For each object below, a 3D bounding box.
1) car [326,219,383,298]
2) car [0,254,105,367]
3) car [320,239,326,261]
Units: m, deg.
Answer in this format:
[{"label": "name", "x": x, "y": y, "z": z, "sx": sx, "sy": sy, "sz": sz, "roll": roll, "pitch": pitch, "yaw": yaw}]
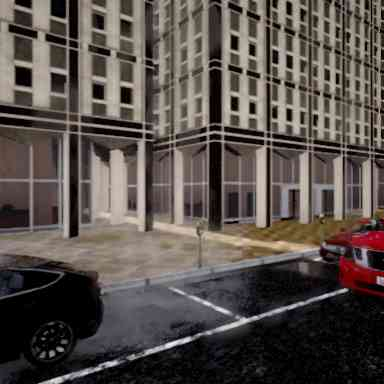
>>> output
[{"label": "car", "x": 5.620, "y": 1.208, "z": 7.387, "sx": 5.566, "sy": 2.045, "sz": 2.150, "roll": 0, "pitch": 0, "yaw": -36}, {"label": "car", "x": -3.289, "y": 1.567, "z": 4.214, "sx": 4.313, "sy": 1.339, "sz": 1.947, "roll": 0, "pitch": 0, "yaw": -36}, {"label": "car", "x": 5.908, "y": 1.566, "z": 10.775, "sx": 4.206, "sy": 1.307, "sz": 1.802, "roll": 0, "pitch": 0, "yaw": -36}]
